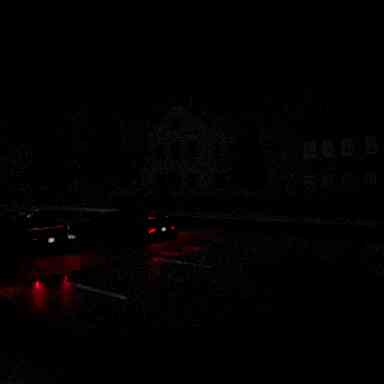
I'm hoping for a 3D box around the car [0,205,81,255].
[{"bbox_3d":[-6.924,1.483,13.168,4.902,1.511,2.128,0,0,36],"label":"car"}]

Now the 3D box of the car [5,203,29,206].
[{"bbox_3d":[-14.575,1.582,27.222,4.718,1.301,1.895,0,0,36],"label":"car"}]

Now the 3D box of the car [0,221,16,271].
[{"bbox_3d":[-7.233,1.540,9.066,5.357,1.411,2.033,0,0,36],"label":"car"}]

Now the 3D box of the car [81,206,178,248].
[{"bbox_3d":[-3.167,1.540,14.765,5.357,1.411,2.033,0,0,36],"label":"car"}]
